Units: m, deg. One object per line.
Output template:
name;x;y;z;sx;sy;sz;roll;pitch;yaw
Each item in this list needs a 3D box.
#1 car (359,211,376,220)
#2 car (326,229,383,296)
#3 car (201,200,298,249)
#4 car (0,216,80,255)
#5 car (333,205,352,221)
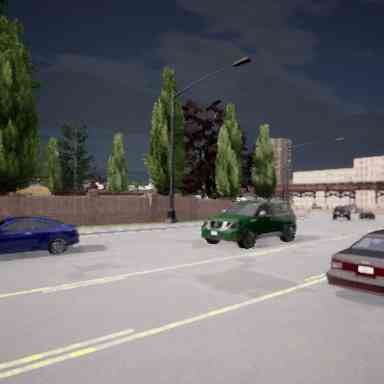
car;26.841;3.551;51.046;2.033;1.411;5.357;0;-3;21
car;5.385;1.655;8.390;5.357;1.411;2.033;1;-1;-42
car;2.930;1.431;15.935;5.566;2.045;2.150;2;-1;-44
car;-6.581;1.656;12.379;4.674;1.442;1.812;0;-1;-39
car;21.071;2.903;46.601;2.150;2.045;5.566;0;-3;26
